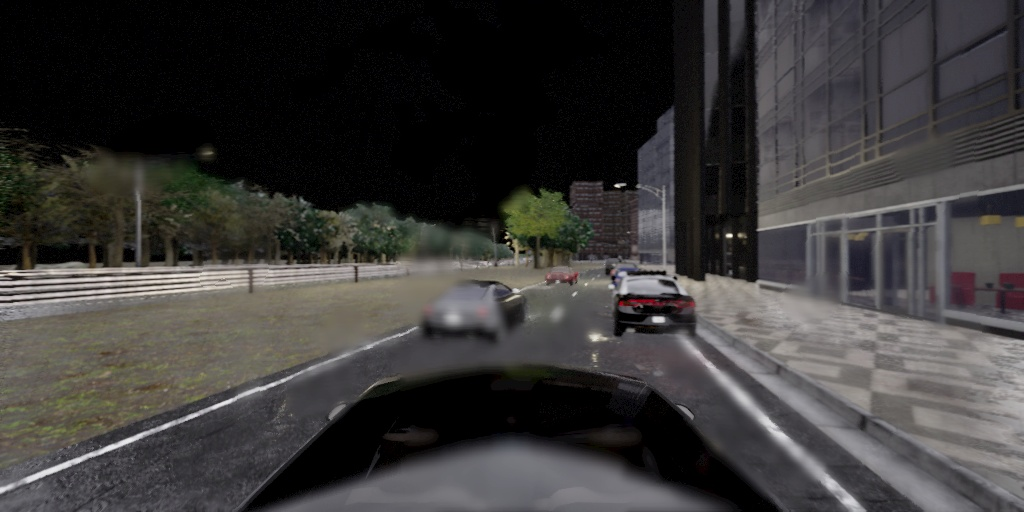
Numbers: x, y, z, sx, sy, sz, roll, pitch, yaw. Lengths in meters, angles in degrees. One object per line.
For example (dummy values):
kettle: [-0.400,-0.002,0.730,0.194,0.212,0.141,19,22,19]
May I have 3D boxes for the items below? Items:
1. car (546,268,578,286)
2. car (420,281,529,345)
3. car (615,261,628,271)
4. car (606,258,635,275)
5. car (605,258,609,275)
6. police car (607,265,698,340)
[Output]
car: [3.904,1.521,27.107,1.895,1.301,4.718,0,0,16]
car: [-0.807,1.377,9.912,1.994,1.385,4.181,0,0,14]
car: [18.133,1.622,59.326,1.837,1.490,4.892,0,-1,20]
car: [8.047,1.239,25.526,2.097,1.767,4.553,0,0,16]
car: [12.601,1.235,43.647,2.150,2.045,5.566,0,0,19]
police car: [3.883,1.218,10.430,1.930,1.638,5.238,0,0,14]
